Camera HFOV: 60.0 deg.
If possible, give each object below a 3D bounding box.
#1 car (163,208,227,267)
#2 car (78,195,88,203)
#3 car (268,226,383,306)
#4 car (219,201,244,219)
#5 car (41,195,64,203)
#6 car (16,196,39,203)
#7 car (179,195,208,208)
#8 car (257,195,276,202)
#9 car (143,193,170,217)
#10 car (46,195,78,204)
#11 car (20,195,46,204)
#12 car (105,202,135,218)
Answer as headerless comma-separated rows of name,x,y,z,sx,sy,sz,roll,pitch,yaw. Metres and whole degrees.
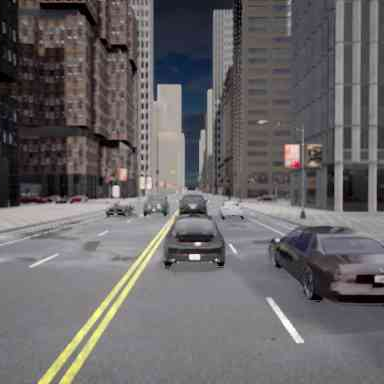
car,0.082,1.516,11.481,1.837,1.490,4.892,0,0,0
car,-24.725,1.447,71.918,4.097,1.590,1.967,0,1,0
car,3.320,1.556,8.275,2.033,1.411,5.357,0,0,0
car,3.343,1.542,28.898,1.812,1.442,4.674,0,0,0
car,-30.150,1.466,71.916,4.097,1.590,1.967,0,1,0
car,-35.574,1.627,71.916,4.206,1.307,1.802,0,1,0
car,0.091,1.237,27.065,2.150,2.045,5.566,0,0,0
car,16.687,1.338,75.043,4.097,1.590,1.967,0,1,0
car,-3.345,1.239,32.095,2.150,2.045,5.566,0,0,0
car,-24.722,1.700,63.396,4.313,1.339,1.947,0,1,0
car,-30.149,1.468,63.389,5.009,1.841,2.192,0,1,0
car,-6.597,1.618,30.851,1.895,1.301,4.718,0,0,0
